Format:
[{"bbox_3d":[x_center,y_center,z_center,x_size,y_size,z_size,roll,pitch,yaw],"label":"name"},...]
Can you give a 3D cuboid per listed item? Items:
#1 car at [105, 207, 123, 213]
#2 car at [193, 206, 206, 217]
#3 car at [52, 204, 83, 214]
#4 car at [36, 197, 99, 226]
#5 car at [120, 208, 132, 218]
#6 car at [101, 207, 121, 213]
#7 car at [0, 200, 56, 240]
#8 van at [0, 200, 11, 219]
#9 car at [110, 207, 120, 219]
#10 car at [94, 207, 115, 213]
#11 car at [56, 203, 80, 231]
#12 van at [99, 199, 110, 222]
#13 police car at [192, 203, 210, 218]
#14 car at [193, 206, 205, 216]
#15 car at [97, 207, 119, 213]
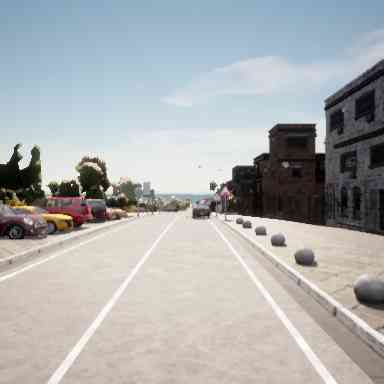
[{"bbox_3d":[-21.758,5.055,92.803,4.674,1.452,2.002,0,-3,0],"label":"car"},{"bbox_3d":[1.006,2.724,47.542,1.837,1.490,4.892,0,-3,0],"label":"car"},{"bbox_3d":[-21.941,3.067,58.827,4.553,1.767,2.185,0,-3,0],"label":"car"},{"bbox_3d":[-9.519,1.395,22.156,5.566,2.045,2.435,0,-2,0],"label":"car"},{"bbox_3d":[-9.366,2.028,34.290,5.366,1.575,1.946,0,-2,0],"label":"car"},{"bbox_3d":[-21.779,4.847,89.661,5.008,1.535,2.097,0,-3,0],"label":"car"},{"bbox_3d":[-9.469,1.381,16.201,4.553,1.767,2.185,0,-1,-1],"label":"car"},{"bbox_3d":[-21.705,1.828,34.892,4.442,1.987,1.878,0,-2,0],"label":"van"},{"bbox_3d":[-9.569,1.800,31.377,4.553,1.767,2.185,0,-2,0],"label":"car"},{"bbox_3d":[-21.800,4.536,83.119,4.674,1.452,2.002,0,-3,0],"label":"car"},{"bbox_3d":[-9.469,1.578,19.233,5.008,1.535,2.097,0,-1,-1],"label":"car"},{"bbox_3d":[-9.641,1.601,28.345,4.442,1.987,1.878,0,-2,0],"label":"van"},{"bbox_3d":[1.010,2.107,37.647,1.930,1.638,5.238,2,-1,0],"label":"police car"},{"bbox_3d":[1.023,3.056,53.538,1.837,1.490,4.892,0,-3,0],"label":"car"},{"bbox_3d":[-21.783,4.672,86.392,4.892,1.521,2.231,0,-3,0],"label":"car"}]
